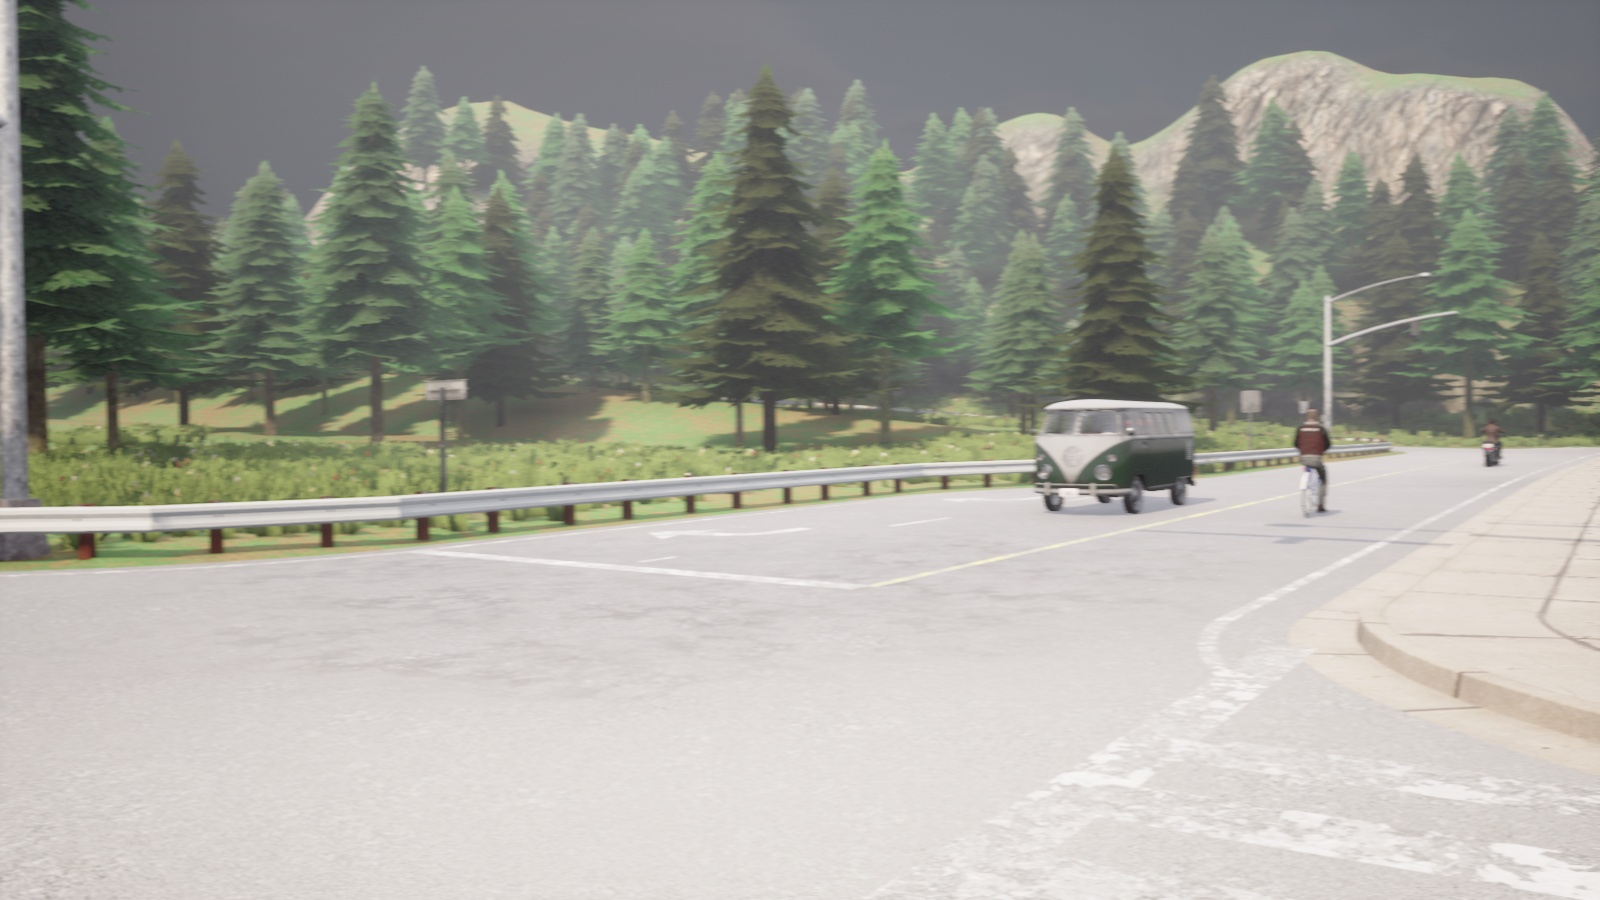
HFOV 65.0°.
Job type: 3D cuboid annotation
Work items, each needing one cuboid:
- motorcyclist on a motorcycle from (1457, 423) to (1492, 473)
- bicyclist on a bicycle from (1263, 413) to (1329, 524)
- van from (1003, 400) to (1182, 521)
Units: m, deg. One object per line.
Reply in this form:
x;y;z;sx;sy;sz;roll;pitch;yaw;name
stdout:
22.925;-0.078;42.663;0.766;1.649;2.350;1;1;35;motorcyclist on a motorcycle
8.304;0.276;20.979;0.659;1.776;1.843;0;1;33;bicyclist on a bicycle
5.467;0.131;23.033;1.775;1.987;4.442;0;1;33;van
